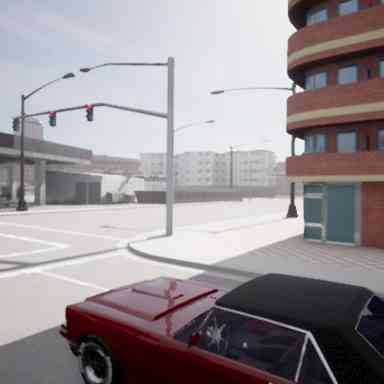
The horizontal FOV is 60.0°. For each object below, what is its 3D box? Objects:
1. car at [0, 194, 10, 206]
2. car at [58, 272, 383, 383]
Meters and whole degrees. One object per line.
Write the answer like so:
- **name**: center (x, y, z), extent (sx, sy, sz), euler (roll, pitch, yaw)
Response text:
- **car**: center (-23.295, 0.908, 39.325), extent (3.806, 1.475, 1.970), euler (1, 1, 36)
- **car**: center (0.703, 1.583, 3.468), extent (4.718, 1.301, 1.895), euler (1, 1, 36)
